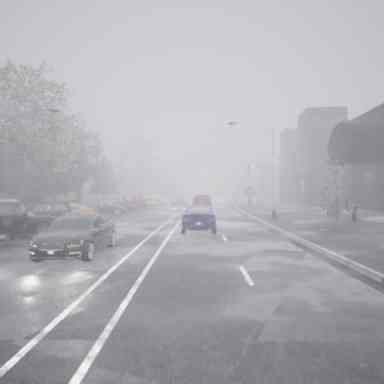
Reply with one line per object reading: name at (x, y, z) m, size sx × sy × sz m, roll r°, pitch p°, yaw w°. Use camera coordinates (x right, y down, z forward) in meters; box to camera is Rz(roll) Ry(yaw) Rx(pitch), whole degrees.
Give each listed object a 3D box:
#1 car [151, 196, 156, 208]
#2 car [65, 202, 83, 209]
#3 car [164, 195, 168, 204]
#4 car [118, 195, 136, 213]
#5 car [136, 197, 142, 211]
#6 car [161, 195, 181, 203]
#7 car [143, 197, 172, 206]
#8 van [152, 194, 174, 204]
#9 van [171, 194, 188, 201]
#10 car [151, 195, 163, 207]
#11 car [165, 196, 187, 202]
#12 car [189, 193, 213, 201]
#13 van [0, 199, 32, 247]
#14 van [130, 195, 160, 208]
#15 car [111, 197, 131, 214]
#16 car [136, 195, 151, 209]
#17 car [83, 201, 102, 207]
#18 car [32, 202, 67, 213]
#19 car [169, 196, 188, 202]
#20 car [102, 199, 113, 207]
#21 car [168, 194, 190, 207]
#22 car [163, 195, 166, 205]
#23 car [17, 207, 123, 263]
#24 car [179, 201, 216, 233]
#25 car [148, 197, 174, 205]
car at (-7.922, 1.680, 46.706) m, size 4.674 × 1.452 × 2.002 m, roll -1°, pitch -1°, yaw -16°
car at (-9.139, 1.402, 20.001) m, size 4.553 × 1.767 × 2.185 m, roll -1°, pitch 0°, yaw -18°
car at (-7.035, 1.753, 58.537) m, size 4.674 × 1.452 × 2.002 m, roll 0°, pitch -1°, yaw -15°
car at (-8.565, 1.455, 34.846) m, size 4.553 × 1.767 × 2.185 m, roll -1°, pitch 0°, yaw -17°
car at (-8.447, 1.635, 37.811) m, size 4.674 × 1.452 × 2.002 m, roll -1°, pitch -1°, yaw -17°
car at (-5.063, 1.681, 79.227) m, size 4.553 × 1.767 × 2.185 m, roll -1°, pitch 0°, yaw -14°
car at (-6.738, 1.747, 64.389) m, size 5.366 × 1.575 × 1.946 m, roll -1°, pitch 0°, yaw -15°
van at (-6.122, 1.552, 70.320) m, size 4.442 × 1.987 × 1.878 m, roll -1°, pitch 0°, yaw -15°
van at (-3.488, 1.599, 93.929) m, size 4.442 × 1.987 × 1.878 m, roll -1°, pitch 0°, yaw -13°
car at (-7.544, 1.652, 49.722) m, size 5.366 × 1.575 × 1.946 m, roll -1°, pitch -1°, yaw -16°
car at (-4.258, 1.822, 88.034) m, size 5.366 × 1.575 × 1.946 m, roll -1°, pitch 0°, yaw -13°
car at (1.204, 1.327, 38.737) m, size 2.150 × 2.045 × 5.566 m, roll 0°, pitch 0°, yaw 3°
van at (-9.430, 1.288, 14.013) m, size 4.442 × 1.987 × 1.878 m, roll -1°, pitch 0°, yaw -19°
van at (-7.403, 1.448, 52.669) m, size 4.442 × 1.987 × 1.878 m, roll -1°, pitch -1°, yaw -16°
car at (-8.743, 1.570, 31.877) m, size 4.892 × 1.521 × 2.231 m, roll -1°, pitch -1°, yaw -18°
car at (-8.312, 1.358, 40.764) m, size 5.566 × 2.045 × 2.435 m, roll -1°, pitch 0°, yaw -17°
car at (-9.073, 1.536, 22.964) m, size 5.008 × 1.535 × 2.097 m, roll -1°, pitch 0°, yaw -18°
car at (-9.257, 1.520, 17.030) m, size 5.008 × 1.535 × 2.097 m, roll -1°, pitch 0°, yaw -19°
car at (-3.752, 1.854, 91.011) m, size 4.792 × 1.488 × 2.163 m, roll -1°, pitch 0°, yaw -13°
car at (-8.946, 1.576, 25.945) m, size 4.792 × 1.488 × 2.163 m, roll -1°, pitch 0°, yaw -18°
car at (-2.091, 1.416, 54.621) m, size 2.150 × 2.045 × 5.566 m, roll 0°, pitch 0°, yaw 5°
car at (-7.287, 1.734, 55.593) m, size 4.674 × 1.452 × 2.002 m, roll -1°, pitch 0°, yaw -16°
car at (-4.107, 1.525, 12.195) m, size 1.837 × 1.490 × 4.892 m, roll 0°, pitch 0°, yaw 1°
car at (0.423, 1.515, 19.894) m, size 1.882 × 1.535 × 5.008 m, roll 0°, pitch 0°, yaw 2°
car at (-6.282, 1.762, 67.393) m, size 5.008 × 1.535 × 2.097 m, roll -1°, pitch 0°, yaw -15°
